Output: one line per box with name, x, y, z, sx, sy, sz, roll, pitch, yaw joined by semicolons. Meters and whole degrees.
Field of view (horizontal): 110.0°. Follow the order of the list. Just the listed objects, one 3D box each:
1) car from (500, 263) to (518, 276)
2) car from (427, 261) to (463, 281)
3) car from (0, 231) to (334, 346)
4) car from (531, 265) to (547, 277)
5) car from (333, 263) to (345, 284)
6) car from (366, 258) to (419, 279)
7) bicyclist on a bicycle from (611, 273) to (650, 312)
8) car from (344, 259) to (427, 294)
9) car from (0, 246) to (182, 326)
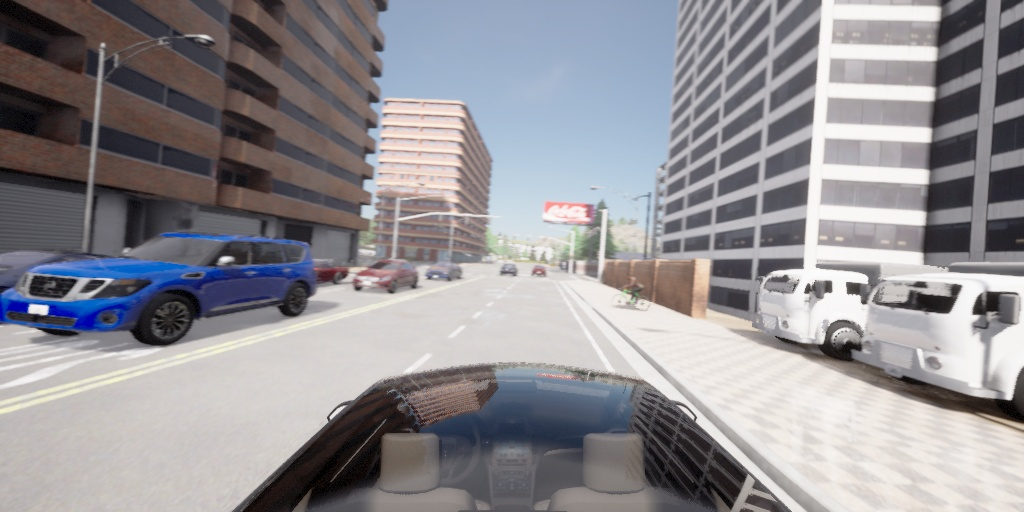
car;-0.335;1.609;42.535;2.033;1.411;5.357;4;0;5
car;-5.148;1.110;28.065;2.033;1.411;5.357;4;0;5
car;-6.789;0.489;8.086;2.150;2.045;5.566;4;-1;5
car;3.603;1.938;47.589;1.812;1.442;4.674;4;0;5
car;-9.616;0.719;16.663;1.895;1.301;4.718;4;0;5
car;-8.766;0.870;26.783;1.895;1.301;4.718;4;0;5
bicyclist on a bicycle;5.165;1.566;15.523;1.656;1.620;0.582;5;0;5
car;-6.012;0.935;17.730;1.812;1.442;4.674;4;0;5
car;-10.344;0.552;7.934;1.994;1.385;4.181;4;0;4
